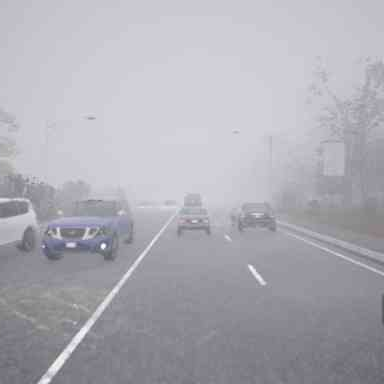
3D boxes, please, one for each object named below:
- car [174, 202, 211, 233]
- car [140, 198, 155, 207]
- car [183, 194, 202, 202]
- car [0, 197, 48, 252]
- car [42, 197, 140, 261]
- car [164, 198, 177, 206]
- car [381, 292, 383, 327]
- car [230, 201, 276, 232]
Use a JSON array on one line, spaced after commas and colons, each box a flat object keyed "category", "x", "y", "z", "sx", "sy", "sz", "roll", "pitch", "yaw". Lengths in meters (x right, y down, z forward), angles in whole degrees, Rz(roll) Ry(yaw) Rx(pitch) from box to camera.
[{"category": "car", "x": 0.100, "y": 1.549, "z": 19.417, "sx": 2.033, "sy": 1.411, "sz": 5.357, "roll": 0, "pitch": 0, "yaw": 0}, {"category": "car", "x": -7.069, "y": 1.567, "z": 52.487, "sx": 1.994, "sy": 1.385, "sz": 4.181, "roll": 0, "pitch": 0, "yaw": 0}, {"category": "car", "x": 0.096, "y": 1.225, "z": 41.593, "sx": 2.150, "sy": 2.045, "sz": 5.566, "roll": 0, "pitch": 0, "yaw": 0}, {"category": "car", "x": -7.102, "y": 1.222, "z": 10.871, "sx": 2.150, "sy": 2.045, "sz": 5.566, "roll": 0, "pitch": 0, "yaw": 0}, {"category": "car", "x": -3.603, "y": 1.222, "z": 12.674, "sx": 2.150, "sy": 2.045, "sz": 5.566, "roll": 0, "pitch": 0, "yaw": 0}, {"category": "car", "x": -3.558, "y": 1.605, "z": 54.888, "sx": 1.895, "sy": 1.301, "sz": 4.718, "roll": 0, "pitch": 0, "yaw": 1}, {"category": "car", "x": 3.600, "y": 1.222, "z": 2.061, "sx": 2.150, "sy": 2.045, "sz": 5.566, "roll": 0, "pitch": 0, "yaw": 0}, {"category": "car", "x": 3.598, "y": 1.354, "z": 20.346, "sx": 2.097, "sy": 1.767, "sz": 4.553, "roll": 0, "pitch": 0, "yaw": 0}]
